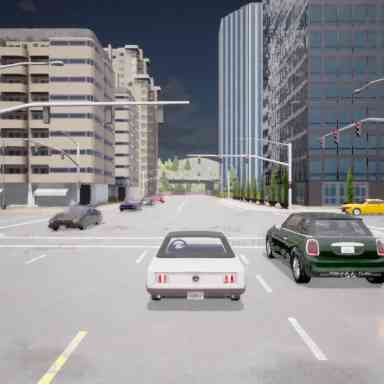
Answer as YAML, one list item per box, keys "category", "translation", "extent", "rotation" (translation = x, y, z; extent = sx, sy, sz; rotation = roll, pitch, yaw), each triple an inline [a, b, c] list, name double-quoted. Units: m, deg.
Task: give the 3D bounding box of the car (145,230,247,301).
- category: "car"
  translation: [0.086, 1.601, 8.287]
  extent: [1.895, 1.301, 4.718]
  rotation: [0, 0, 0]

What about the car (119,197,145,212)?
- category: "car"
  translation: [-7.052, 1.595, 38.251]
  extent: [1.895, 1.301, 4.718]
  rotation: [0, 0, 0]

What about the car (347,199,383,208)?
- category: "car"
  translation: [16.858, 1.422, 31.656]
  extent: [5.008, 1.535, 1.882]
  rotation: [0, 0, 1]

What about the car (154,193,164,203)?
- category: "car"
  translation: [-6.919, 1.219, 67.392]
  extent: [2.150, 2.045, 5.566]
  rotation: [0, 0, 0]

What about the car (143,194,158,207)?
- category: "car"
  translation: [-7.029, 1.490, 51.729]
  extent: [2.128, 1.511, 4.902]
  rotation: [0, 0, 0]

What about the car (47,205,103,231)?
- category: "car"
  translation: [-7.073, 1.535, 20.832]
  extent: [2.033, 1.411, 5.357]
  rotation: [0, 0, 0]

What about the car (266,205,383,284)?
- category: "car"
  translation: [3.594, 1.352, 9.777]
  extent: [2.097, 1.767, 4.553]
  rotation: [0, 0, 0]
